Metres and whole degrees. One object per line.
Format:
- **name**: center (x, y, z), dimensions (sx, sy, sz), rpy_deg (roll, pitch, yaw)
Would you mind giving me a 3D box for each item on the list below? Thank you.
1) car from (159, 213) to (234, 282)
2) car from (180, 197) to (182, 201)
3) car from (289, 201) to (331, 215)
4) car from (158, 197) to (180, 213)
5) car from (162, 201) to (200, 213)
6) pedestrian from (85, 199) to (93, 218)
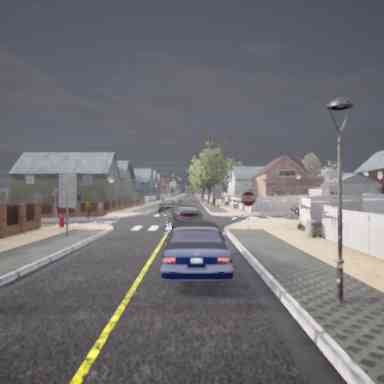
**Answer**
- **car**: center (0.103, 1.567, 9.834), dimensions (2.033, 1.411, 5.357), rpy_deg (0, 0, 0)
- **car**: center (-2.811, 1.606, 49.563), dimensions (1.812, 1.442, 4.674), rpy_deg (0, 0, -3)
- **car**: center (10.694, 1.105, 28.344), dimensions (4.553, 1.767, 2.097), rpy_deg (-1, -1, 0)
- **car**: center (-2.827, 1.612, 38.522), dimensions (2.033, 1.411, 5.357), rpy_deg (0, 0, 0)
- **car**: center (-0.547, 1.545, 21.050), dimensions (1.837, 1.490, 4.892), rpy_deg (1, 0, -10)
- **pedestrian**: center (-9.678, 1.512, 31.143), dimensions (0.375, 1.860, 0.375), rpy_deg (0, 0, 0)
